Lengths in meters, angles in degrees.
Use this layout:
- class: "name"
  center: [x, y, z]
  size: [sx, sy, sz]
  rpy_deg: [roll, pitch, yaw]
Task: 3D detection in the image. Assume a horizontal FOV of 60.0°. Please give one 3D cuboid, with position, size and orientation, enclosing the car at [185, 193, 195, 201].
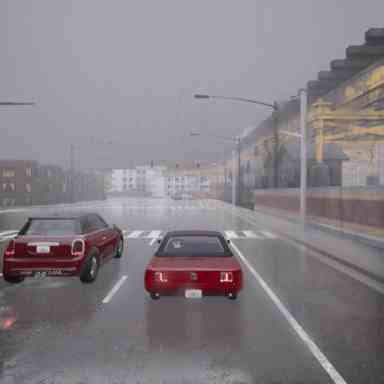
- class: "car"
  center: [-0.210, 1.582, 87.262]
  size: [1.895, 1.301, 4.718]
  rpy_deg: [0, 0, -3]

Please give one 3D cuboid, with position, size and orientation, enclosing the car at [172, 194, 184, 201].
- class: "car"
  center: [-3.695, 1.584, 86.133]
  size: [1.895, 1.301, 4.718]
  rpy_deg: [0, 0, -3]

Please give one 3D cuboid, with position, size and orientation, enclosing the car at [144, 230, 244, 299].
- class: "car"
  center: [0.047, 1.600, 8.387]
  size: [1.895, 1.301, 4.718]
  rpy_deg: [0, 0, 0]

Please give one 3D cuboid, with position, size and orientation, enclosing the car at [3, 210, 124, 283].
- class: "car"
  center: [-3.449, 1.351, 9.857]
  size: [2.097, 1.767, 4.553]
  rpy_deg: [0, 0, 0]
